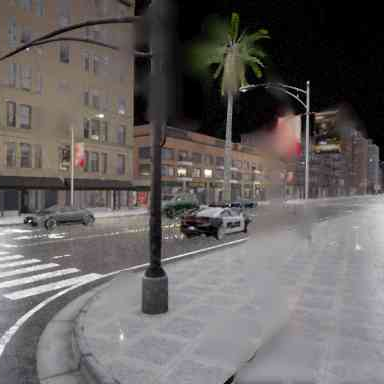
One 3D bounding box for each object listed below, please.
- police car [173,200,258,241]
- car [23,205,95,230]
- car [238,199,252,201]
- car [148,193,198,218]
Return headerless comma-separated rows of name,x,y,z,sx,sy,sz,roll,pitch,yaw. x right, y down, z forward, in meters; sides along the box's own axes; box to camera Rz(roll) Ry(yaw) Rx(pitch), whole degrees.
police car,1.499,1.470,17.521,1.930,1.638,5.238,1,0,35
car,-8.220,1.499,20.857,1.994,1.385,4.181,1,0,36
car,6.362,1.530,41.331,1.895,1.301,4.718,1,1,36
car,-1.544,1.151,30.242,2.150,2.045,5.566,1,1,36
